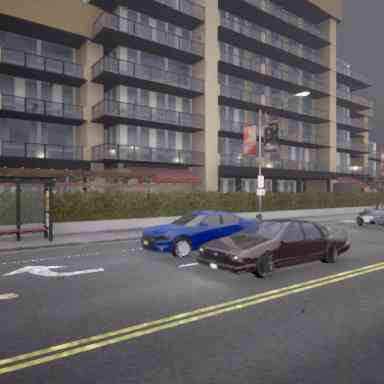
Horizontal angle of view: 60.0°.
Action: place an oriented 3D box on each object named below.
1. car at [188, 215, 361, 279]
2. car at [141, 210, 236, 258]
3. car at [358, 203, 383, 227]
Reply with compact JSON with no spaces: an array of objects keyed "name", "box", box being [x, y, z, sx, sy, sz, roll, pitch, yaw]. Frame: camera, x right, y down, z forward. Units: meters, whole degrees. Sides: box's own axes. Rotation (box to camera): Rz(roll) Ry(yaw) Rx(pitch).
[{"name":"car","box":[2.731,1.547,10.242,5.357,1.411,2.033,0,0,-36]},{"name":"car","box":[0.449,1.478,12.912,5.008,1.535,1.882,0,0,-36]},{"name":"car","box":[12.624,1.492,21.630,4.902,1.511,2.128,0,0,-36]}]
